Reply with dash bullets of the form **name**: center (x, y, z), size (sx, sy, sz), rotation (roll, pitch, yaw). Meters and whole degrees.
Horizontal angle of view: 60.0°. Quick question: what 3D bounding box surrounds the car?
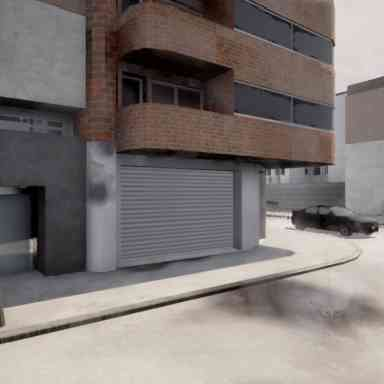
- **car**: center (7.728, 1.477, 18.386), size (1.882, 1.535, 5.008), rotation (0, 0, -26)
